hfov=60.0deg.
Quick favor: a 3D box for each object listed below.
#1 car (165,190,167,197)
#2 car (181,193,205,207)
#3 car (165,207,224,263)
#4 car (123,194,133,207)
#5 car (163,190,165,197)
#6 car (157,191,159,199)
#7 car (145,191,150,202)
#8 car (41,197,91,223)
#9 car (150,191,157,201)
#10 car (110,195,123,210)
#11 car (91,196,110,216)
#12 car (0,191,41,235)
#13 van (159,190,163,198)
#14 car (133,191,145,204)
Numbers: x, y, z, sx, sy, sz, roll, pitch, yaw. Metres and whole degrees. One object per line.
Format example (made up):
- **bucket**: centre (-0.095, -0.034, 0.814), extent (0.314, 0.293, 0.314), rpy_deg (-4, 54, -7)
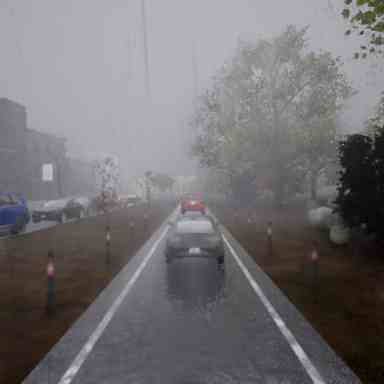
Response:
- **car**: centre (-9.067, 0.859, 94.850), extent (2.163, 1.488, 4.792), rpy_deg (0, -1, -2)
- **car**: centre (0.099, 1.088, 31.743), extent (2.150, 2.045, 5.566), rpy_deg (0, 0, 0)
- **car**: centre (0.084, 1.497, 11.792), extent (1.812, 1.442, 4.674), rpy_deg (0, 0, 0)
- **car**: centre (-9.017, 1.118, 40.253), extent (1.946, 1.575, 5.366), rpy_deg (0, 0, 2)
- **car**: centre (-9.062, 0.854, 89.338), extent (2.231, 1.521, 4.892), rpy_deg (0, -1, -2)
- **car**: centre (-9.044, 0.991, 72.683), extent (2.002, 1.452, 4.674), rpy_deg (0, 0, 0)
- **car**: centre (-9.027, 1.018, 56.054), extent (2.097, 1.535, 5.008), rpy_deg (0, 0, 2)
- **car**: centre (-8.990, 1.217, 22.775), extent (2.097, 1.535, 5.008), rpy_deg (0, 0, 2)
- **car**: centre (-9.036, 0.746, 65.937), extent (2.435, 2.045, 5.566), rpy_deg (0, 0, 1)
- **car**: centre (-9.002, 1.172, 33.872), extent (2.097, 1.535, 5.008), rpy_deg (0, 0, 2)
- **car**: centre (-8.996, 1.205, 28.316), extent (2.231, 1.521, 4.892), rpy_deg (0, 1, 2)
- **car**: centre (-8.981, 0.990, 13.820), extent (2.435, 2.045, 5.566), rpy_deg (0, 0, 2)
- **van**: centre (-9.061, 0.676, 83.652), extent (1.878, 1.987, 4.442), rpy_deg (0, 0, 2)
- **car**: centre (-9.020, 1.061, 50.506), extent (2.097, 1.535, 5.008), rpy_deg (0, 0, 2)
